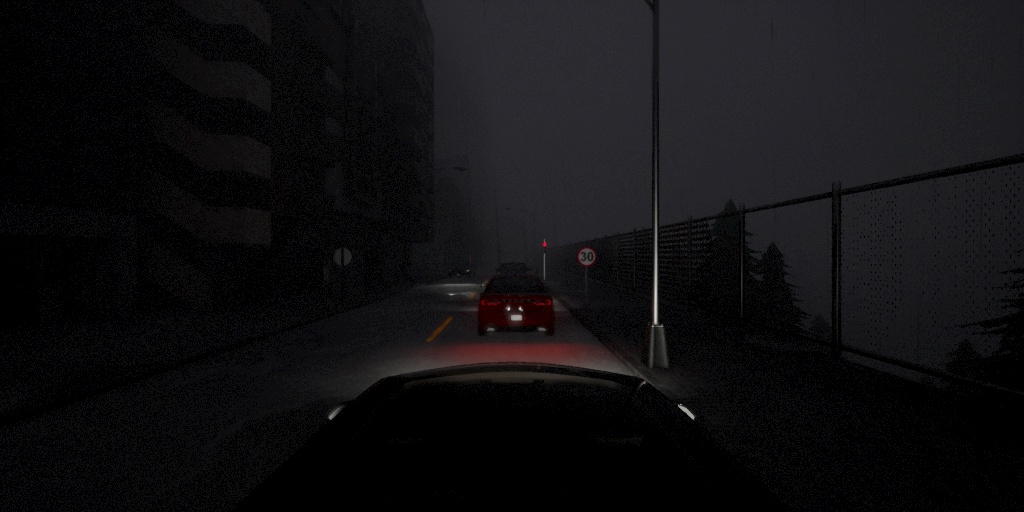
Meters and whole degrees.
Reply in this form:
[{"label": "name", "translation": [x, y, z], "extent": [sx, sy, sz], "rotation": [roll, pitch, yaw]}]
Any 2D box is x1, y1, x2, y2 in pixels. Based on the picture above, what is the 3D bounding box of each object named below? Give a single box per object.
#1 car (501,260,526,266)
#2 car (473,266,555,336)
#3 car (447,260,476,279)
[{"label": "car", "translation": [0.090, 1.102, 20.851], "extent": [2.097, 1.767, 4.553], "rotation": [0, 0, 0]}, {"label": "car", "translation": [0.094, 1.228, 10.482], "extent": [1.882, 1.535, 5.008], "rotation": [0, 0, 0]}, {"label": "car", "translation": [-4.016, 1.007, 29.462], "extent": [2.033, 1.411, 5.357], "rotation": [0, 0, 0]}]
